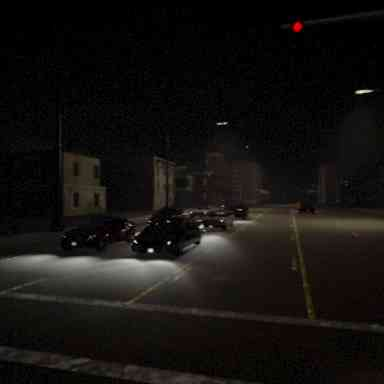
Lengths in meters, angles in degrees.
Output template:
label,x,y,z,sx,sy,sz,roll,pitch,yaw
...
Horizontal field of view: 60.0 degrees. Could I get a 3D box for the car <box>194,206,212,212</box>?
label,x,y,z,sx,sy,sz,roll,pitch,yaw
car,1.243,2.124,34.517,1.895,1.301,4.718,-1,-1,17

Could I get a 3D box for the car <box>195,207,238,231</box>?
label,x,y,z,sx,sy,sz,roll,pitch,yaw
car,1.885,2.018,24.348,1.895,1.301,4.718,-1,-1,16

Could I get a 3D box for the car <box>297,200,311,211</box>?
label,x,y,z,sx,sy,sz,roll,pitch,yaw
car,17.437,2.058,52.012,1.882,1.535,5.008,-1,-1,16

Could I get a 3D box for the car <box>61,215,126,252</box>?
label,x,y,z,sx,sy,sz,roll,pitch,yaw
car,-4.222,1.881,15.935,1.812,1.442,4.674,-1,-1,16

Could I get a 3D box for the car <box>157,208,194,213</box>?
label,x,y,z,sx,sy,sz,roll,pitch,yaw
car,-1.651,1.954,24.719,1.837,1.490,4.892,-1,-1,16

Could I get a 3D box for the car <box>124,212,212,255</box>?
label,x,y,z,sx,sy,sz,roll,pitch,yaw
car,-0.816,1.866,15.179,2.033,1.411,5.357,-1,-1,16

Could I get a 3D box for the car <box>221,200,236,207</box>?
label,x,y,z,sx,sy,sz,roll,pitch,yaw
car,5.724,2.013,49.411,2.097,1.767,4.553,-1,-1,16

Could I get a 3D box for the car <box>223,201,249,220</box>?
label,x,y,z,sx,sy,sz,roll,pitch,yaw
car,4.766,1.994,34.091,1.837,1.490,4.892,-1,-1,16

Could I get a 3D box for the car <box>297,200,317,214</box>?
label,x,y,z,sx,sy,sz,roll,pitch,yaw
car,14.676,2.015,42.444,1.812,1.442,4.674,-1,-1,17
